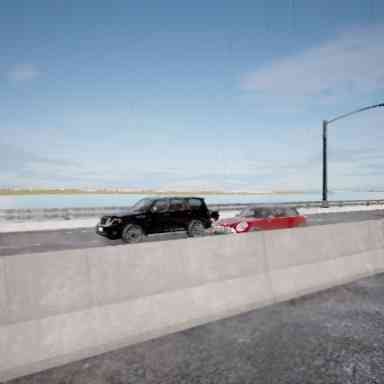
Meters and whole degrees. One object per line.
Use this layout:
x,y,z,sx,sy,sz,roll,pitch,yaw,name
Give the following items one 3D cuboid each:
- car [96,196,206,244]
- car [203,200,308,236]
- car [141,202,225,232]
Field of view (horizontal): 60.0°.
-1.600,1.221,15.709,5.566,2.045,2.150,0,0,-35,car
3.041,1.353,14.685,4.553,1.767,2.097,0,0,-35,car
-0.496,1.479,20.754,5.008,1.535,1.882,0,0,-35,car
